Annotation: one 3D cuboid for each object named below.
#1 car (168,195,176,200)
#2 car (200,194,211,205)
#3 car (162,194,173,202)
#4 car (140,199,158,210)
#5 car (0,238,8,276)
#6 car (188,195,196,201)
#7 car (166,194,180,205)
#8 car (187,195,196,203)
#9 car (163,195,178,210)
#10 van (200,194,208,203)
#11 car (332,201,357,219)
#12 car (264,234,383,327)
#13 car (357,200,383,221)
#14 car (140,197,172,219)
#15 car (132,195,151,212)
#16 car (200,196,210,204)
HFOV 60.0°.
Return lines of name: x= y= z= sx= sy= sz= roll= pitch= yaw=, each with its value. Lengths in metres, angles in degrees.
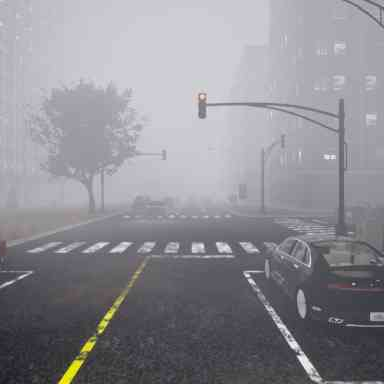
car: x=-5.766 y=1.654 z=94.556 sx=2.008 sy=1.369 sz=4.403 roll=0 pitch=0 yaw=0
car: x=2.641 y=1.610 z=61.425 sx=1.947 sy=1.339 sz=4.313 roll=0 pitch=0 yaw=0
car: x=-5.753 y=1.385 z=77.987 sx=2.192 sy=1.841 sz=5.009 roll=0 pitch=0 yaw=0
car: x=-5.727 y=1.592 z=44.850 sx=1.947 sy=1.339 sz=4.313 roll=0 pitch=0 yaw=0
car: x=-5.696 y=1.545 z=6.939 sx=1.887 sy=1.381 sz=4.507 roll=0 pitch=0 yaw=0
car: x=-0.061 y=1.446 z=79.075 sx=1.812 sy=1.442 sz=4.674 roll=0 pitch=0 yaw=0
car: x=-3.118 y=1.536 z=60.140 sx=2.128 sy=1.511 sz=4.902 roll=0 pitch=0 yaw=0
car: x=-0.055 y=1.656 z=69.098 sx=1.895 sy=1.301 sz=4.718 roll=0 pitch=0 yaw=0
car: x=-3.133 y=1.529 z=43.519 sx=1.837 sy=1.490 sz=4.892 roll=0 pitch=0 yaw=0
van: x=2.632 y=1.402 z=72.471 sx=1.690 sy=1.788 sz=3.998 roll=0 pitch=0 yaw=0
car: x=13.405 y=1.350 z=26.360 sx=4.403 sy=1.369 sz=2.008 roll=-1 pitch=1 yaw=-1
car: x=2.684 y=1.551 z=6.945 sx=2.008 sy=1.369 sz=4.403 roll=0 pitch=0 yaw=0
car: x=14.921 y=1.283 z=23.797 sx=4.892 sy=1.490 sz=1.837 roll=-1 pitch=0 yaw=-1
car: x=-3.123 y=1.489 z=29.648 sx=1.882 sy=1.535 sz=5.008 roll=0 pitch=0 yaw=0
car: x=-5.723 y=1.336 z=39.327 sx=2.192 sy=1.841 sz=5.009 roll=0 pitch=0 yaw=0
car: x=2.637 y=1.578 z=67.118 sx=1.752 sy=1.417 sz=4.829 roll=0 pitch=0 yaw=0
